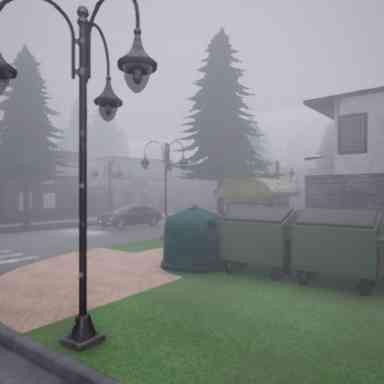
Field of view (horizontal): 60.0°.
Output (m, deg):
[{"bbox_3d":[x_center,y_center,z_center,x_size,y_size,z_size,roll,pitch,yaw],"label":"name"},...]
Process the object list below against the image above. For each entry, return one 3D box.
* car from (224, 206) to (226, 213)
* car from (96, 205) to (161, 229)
[{"bbox_3d":[4.953,1.503,32.189,4.553,1.767,2.097,0,0,-38],"label":"car"},{"bbox_3d":[-4.259,1.654,22.975,1.837,1.490,4.892,0,0,40],"label":"car"}]
